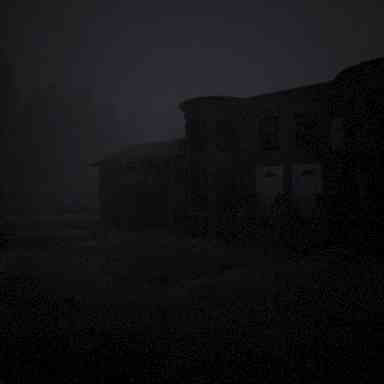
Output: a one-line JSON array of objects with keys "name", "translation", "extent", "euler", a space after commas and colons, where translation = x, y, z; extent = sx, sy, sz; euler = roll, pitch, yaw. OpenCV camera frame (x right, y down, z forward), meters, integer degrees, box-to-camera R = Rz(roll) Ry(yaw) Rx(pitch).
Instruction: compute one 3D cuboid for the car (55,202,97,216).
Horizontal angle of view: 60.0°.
[{"name": "car", "translation": [-13.350, 1.936, 38.564], "extent": [1.882, 1.535, 5.008], "euler": [-1, -1, 36]}]
